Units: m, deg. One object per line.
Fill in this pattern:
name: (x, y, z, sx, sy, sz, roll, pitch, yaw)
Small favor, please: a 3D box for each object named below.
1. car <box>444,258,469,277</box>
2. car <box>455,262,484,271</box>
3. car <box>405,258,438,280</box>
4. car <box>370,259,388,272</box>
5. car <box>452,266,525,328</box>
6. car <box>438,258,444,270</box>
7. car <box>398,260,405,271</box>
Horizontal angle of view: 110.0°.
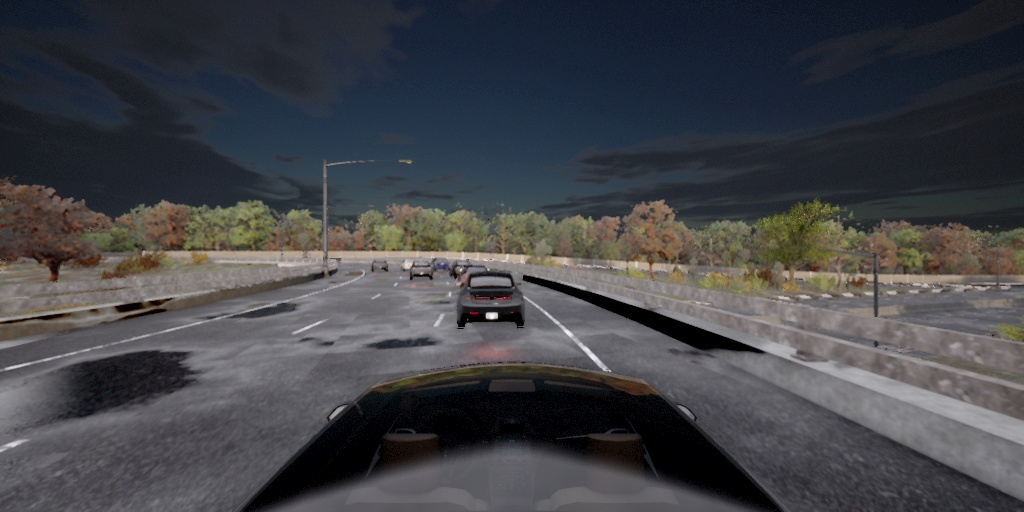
car: (-4.469, 1.153, 31.643, 2.128, 1.511, 4.902, 0, 0, -16)
car: (-2.253, 1.253, 21.964, 1.994, 1.385, 4.181, 0, 0, -10)
car: (-7.645, 1.158, 30.155, 2.128, 1.511, 4.902, 0, 0, -15)
car: (-16.217, 1.119, 43.757, 2.128, 1.511, 4.902, 0, 0, -24)
car: (-0.710, 1.226, 11.266, 1.837, 1.490, 4.892, 0, 0, -5)
car: (-9.176, 0.973, 44.994, 2.097, 1.767, 4.553, 0, 0, -22)
car: (-12.901, 1.149, 44.891, 1.812, 1.442, 4.674, 0, 0, -23)
